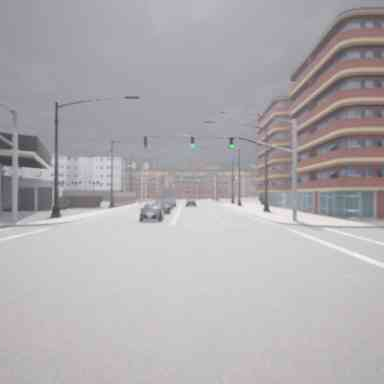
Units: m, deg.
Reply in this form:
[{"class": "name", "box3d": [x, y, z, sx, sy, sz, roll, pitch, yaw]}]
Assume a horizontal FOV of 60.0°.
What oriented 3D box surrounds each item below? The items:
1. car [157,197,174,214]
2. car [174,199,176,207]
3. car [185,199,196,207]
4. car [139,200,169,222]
[{"class": "car", "box3d": [-3.554, 1.612, 38.622, 2.097, 1.767, 4.553, 0, 0, -1]}, {"class": "car", "box3d": [-3.712, 1.929, 48.614, 1.895, 1.301, 4.718, 0, 0, -1]}, {"class": "car", "box3d": [-0.197, 1.931, 59.529, 1.812, 1.442, 4.674, 0, 0, -1]}, {"class": "car", "box3d": [-3.400, 1.686, 28.904, 2.128, 1.511, 4.902, 0, 0, -1]}]
